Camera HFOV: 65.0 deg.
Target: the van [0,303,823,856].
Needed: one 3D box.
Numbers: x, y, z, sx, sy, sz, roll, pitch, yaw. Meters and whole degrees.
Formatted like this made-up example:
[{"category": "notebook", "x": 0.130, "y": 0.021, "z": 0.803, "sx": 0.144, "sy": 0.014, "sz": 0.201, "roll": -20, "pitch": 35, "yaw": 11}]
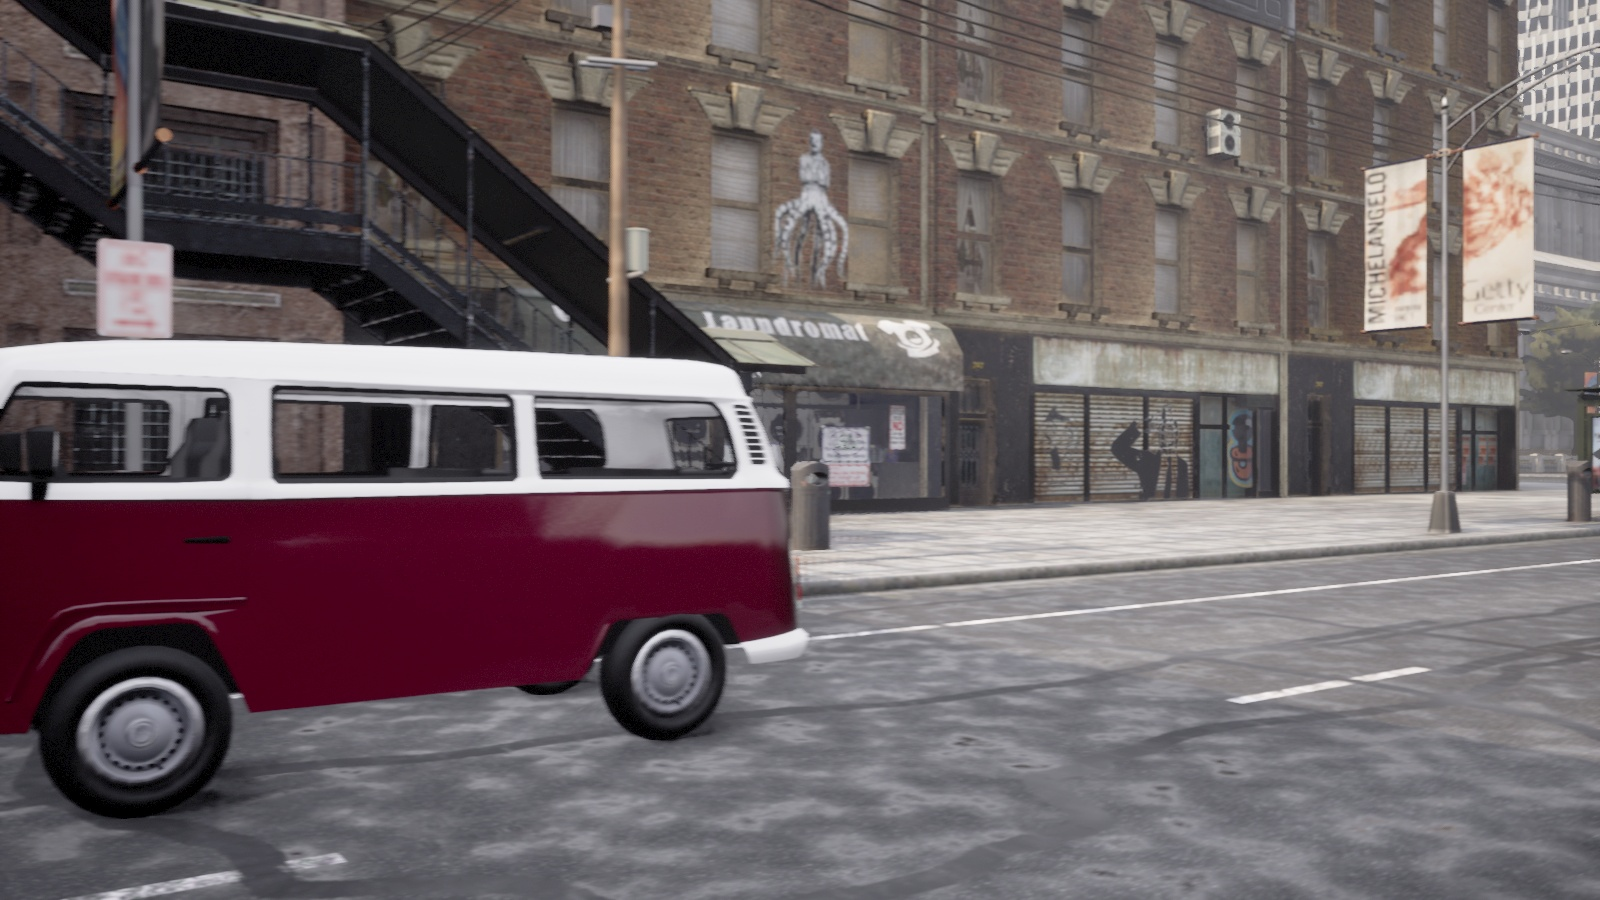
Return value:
[{"category": "van", "x": -2.309, "y": 0.491, "z": 6.346, "sx": 4.480, "sy": 2.038, "sz": 2.069, "roll": 0, "pitch": 0, "yaw": -35}]
